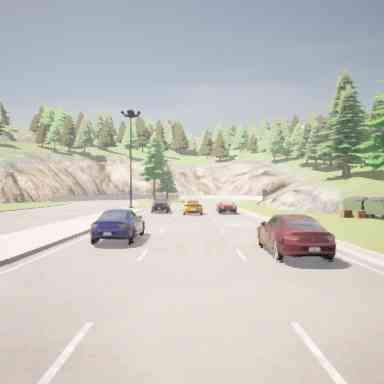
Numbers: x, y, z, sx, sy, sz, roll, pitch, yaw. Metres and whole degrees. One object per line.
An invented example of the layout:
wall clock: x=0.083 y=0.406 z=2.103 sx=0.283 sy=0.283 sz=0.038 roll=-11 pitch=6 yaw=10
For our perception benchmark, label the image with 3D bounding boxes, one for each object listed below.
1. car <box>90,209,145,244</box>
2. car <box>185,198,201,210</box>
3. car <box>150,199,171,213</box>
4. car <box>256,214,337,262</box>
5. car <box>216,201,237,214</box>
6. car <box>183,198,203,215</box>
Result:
car: x=-3.400 y=1.526 z=15.659 sx=1.812 sy=1.442 sz=4.674 roll=0 pitch=0 yaw=0
car: x=0.127 y=1.547 z=43.713 sx=2.033 sy=1.411 sz=5.357 roll=0 pitch=0 yaw=1
car: x=-3.398 y=1.526 z=36.954 sx=1.812 sy=1.442 sz=4.674 roll=0 pitch=0 yaw=0
car: x=3.600 y=1.526 z=12.065 sx=1.812 sy=1.442 sz=4.674 roll=0 pitch=0 yaw=0
car: x=3.600 y=1.600 z=35.317 sx=1.895 sy=1.301 sz=4.718 roll=0 pitch=0 yaw=0
car: x=0.096 y=1.478 z=33.880 sx=1.882 sy=1.535 sz=5.008 roll=0 pitch=0 yaw=0
